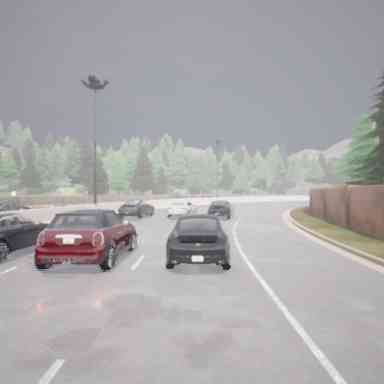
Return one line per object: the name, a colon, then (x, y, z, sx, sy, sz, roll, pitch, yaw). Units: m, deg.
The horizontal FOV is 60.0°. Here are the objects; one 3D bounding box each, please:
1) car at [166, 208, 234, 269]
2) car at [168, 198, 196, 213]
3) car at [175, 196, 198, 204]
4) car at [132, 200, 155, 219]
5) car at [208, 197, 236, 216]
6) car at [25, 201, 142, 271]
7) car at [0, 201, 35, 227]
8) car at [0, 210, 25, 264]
car: (0.239, 1.493, 11.131, 1.837, 1.490, 4.892, 0, 0, 2)
car: (-0.812, 1.493, 29.486, 1.812, 1.442, 4.674, 0, 0, 13)
car: (-0.980, 1.474, 65.181, 2.033, 1.411, 5.357, 0, 0, 32)
car: (-4.614, 1.460, 28.460, 2.128, 1.511, 4.902, 0, 0, 11)
car: (2.553, 1.473, 28.501, 1.837, 1.490, 4.892, 0, 0, 13)
car: (-3.247, 1.339, 11.088, 2.097, 1.767, 4.553, 0, 0, 2)
car: (-13.012, 1.467, 22.381, 2.128, 1.511, 4.902, 0, 0, 8)
car: (-6.725, 1.479, 11.753, 2.128, 1.511, 4.902, 0, 0, 3)
